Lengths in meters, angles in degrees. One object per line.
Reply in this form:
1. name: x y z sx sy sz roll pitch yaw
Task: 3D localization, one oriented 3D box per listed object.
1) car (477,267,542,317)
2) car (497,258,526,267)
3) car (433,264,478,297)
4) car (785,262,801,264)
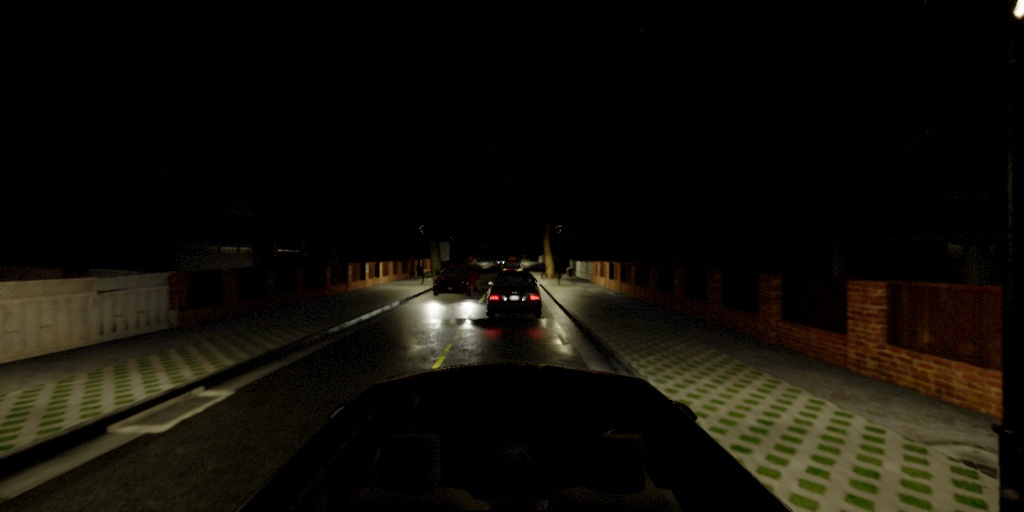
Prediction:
1. car: 0.083 1.295 13.223 2.033 1.411 5.357 0 0 0
2. car: 0.074 1.193 28.634 2.128 1.511 4.902 0 0 1
3. car: -2.848 1.212 18.972 1.882 1.535 5.008 0 0 0
4. car: 36.621 1.589 47.426 4.902 1.511 2.128 0 0 0
